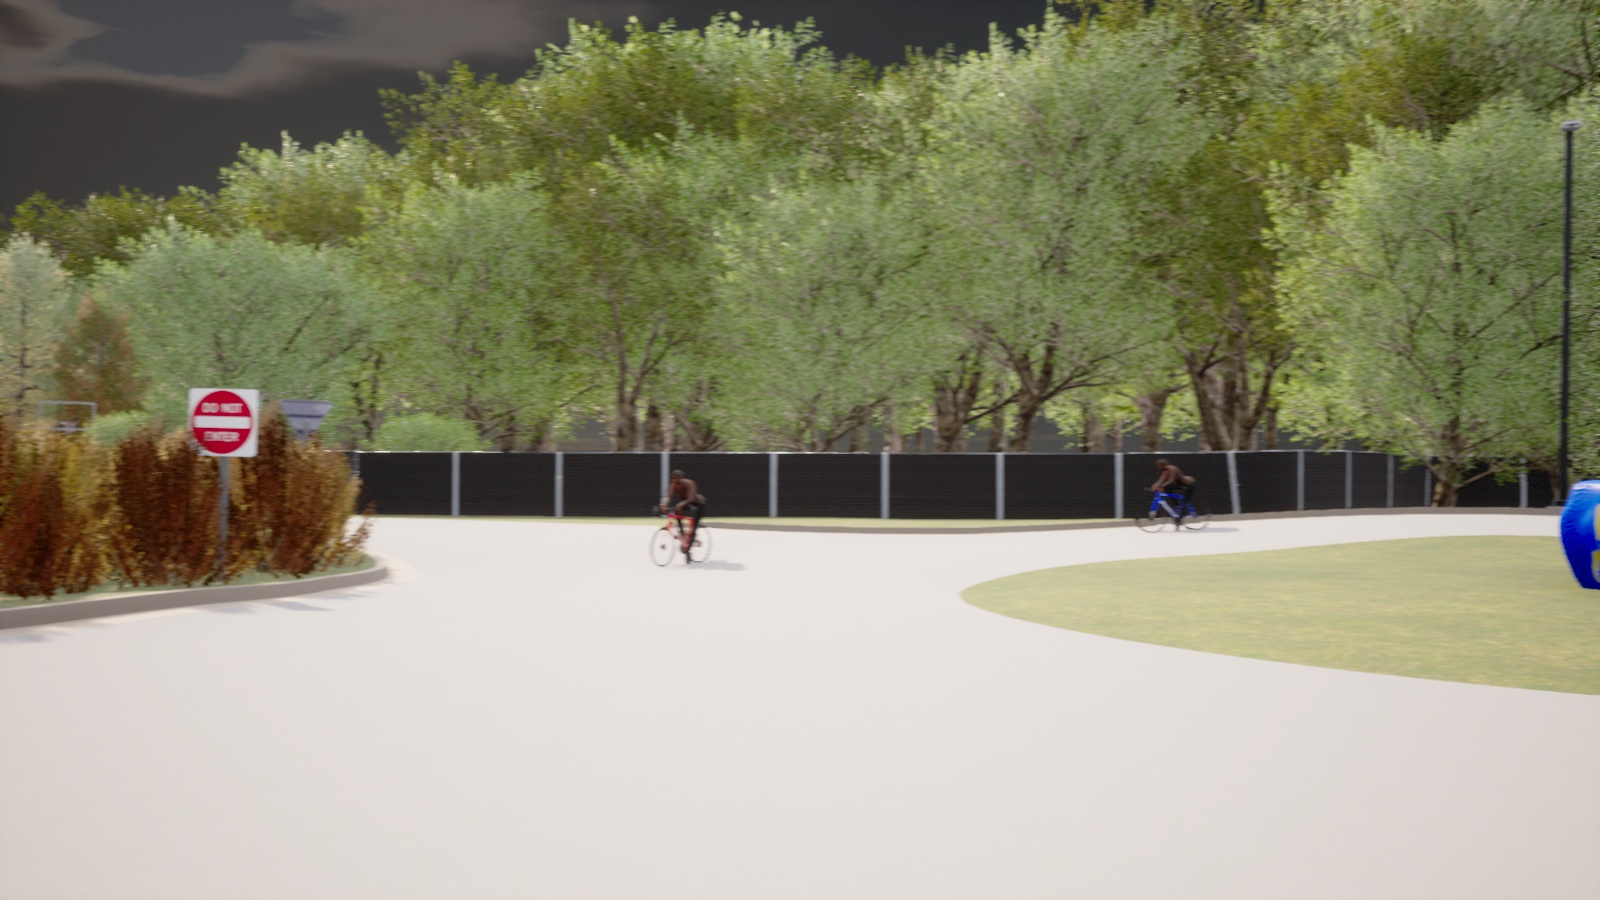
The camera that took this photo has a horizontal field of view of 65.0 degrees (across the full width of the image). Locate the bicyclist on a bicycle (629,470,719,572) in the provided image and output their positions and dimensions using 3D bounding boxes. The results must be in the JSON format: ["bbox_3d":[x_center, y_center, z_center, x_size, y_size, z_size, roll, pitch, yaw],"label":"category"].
[{"bbox_3d":[-2.105,1.162,21.147,0.582,1.620,1.656,1,0,33],"label":"bicyclist on a bicycle"}]

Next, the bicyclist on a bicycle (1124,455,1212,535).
[{"bbox_3d":[8.024,0.979,27.431,1.656,1.620,0.582,-4,0,-3],"label":"bicyclist on a bicycle"}]
